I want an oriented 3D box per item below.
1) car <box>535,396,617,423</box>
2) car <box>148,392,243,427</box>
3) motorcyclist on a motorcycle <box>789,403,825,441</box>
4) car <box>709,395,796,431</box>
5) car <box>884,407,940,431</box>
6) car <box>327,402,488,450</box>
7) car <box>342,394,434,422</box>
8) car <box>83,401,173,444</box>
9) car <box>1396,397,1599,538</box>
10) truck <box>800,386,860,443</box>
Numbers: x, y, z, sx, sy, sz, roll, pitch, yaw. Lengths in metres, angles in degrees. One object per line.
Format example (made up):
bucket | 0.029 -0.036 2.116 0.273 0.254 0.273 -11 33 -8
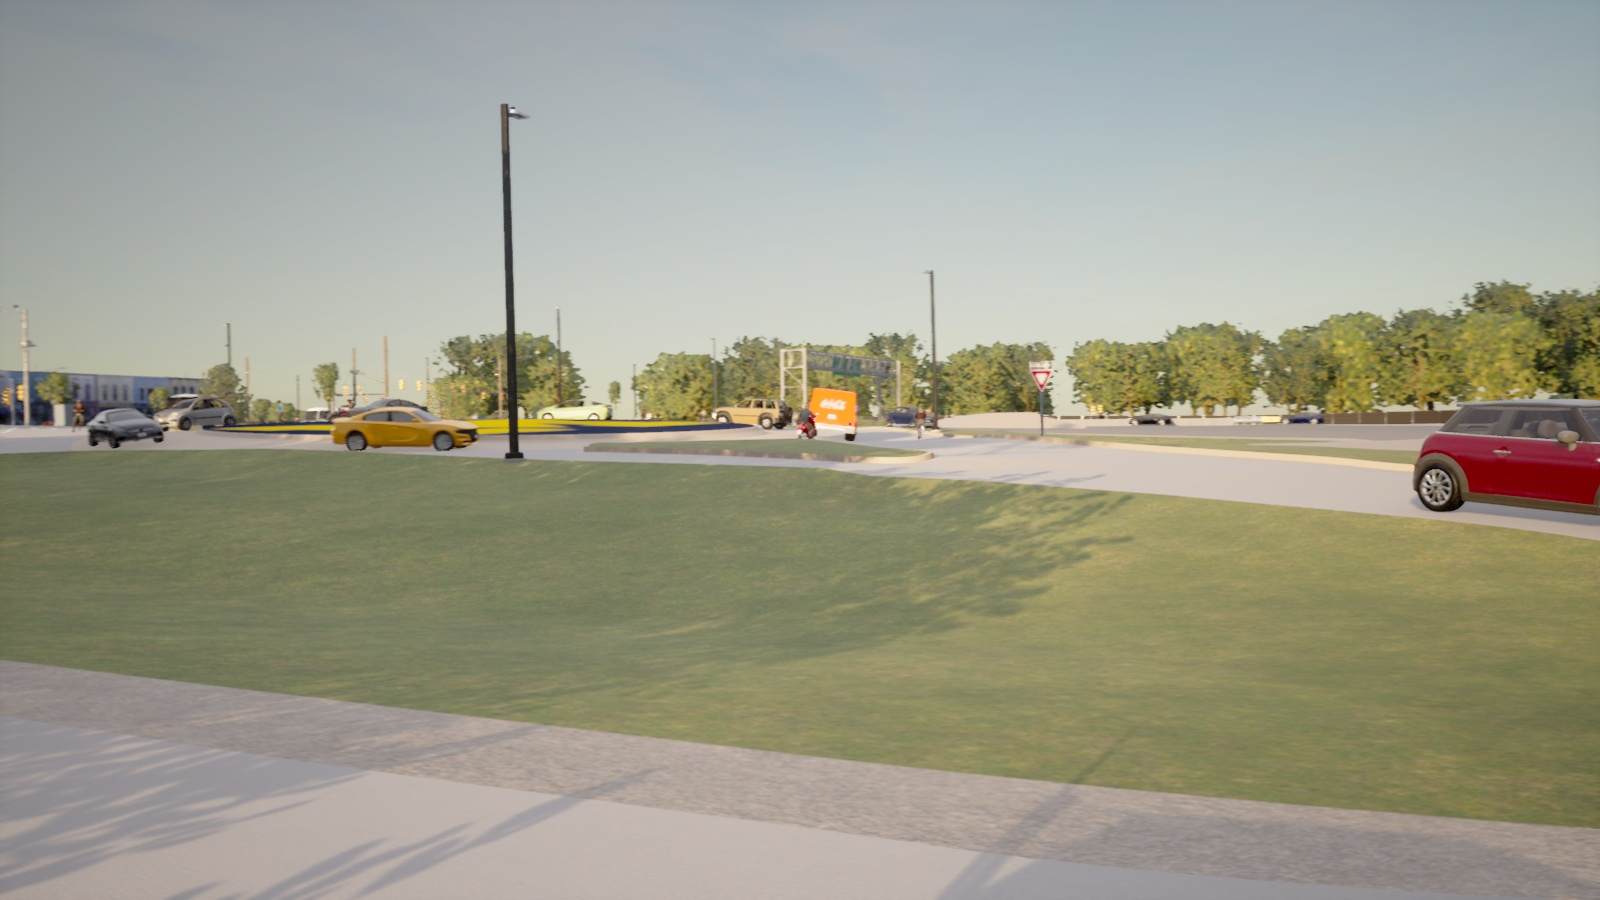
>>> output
car | -13.510 -2.431 75.931 4.514 1.525 2.007 1 1 6
car | -30.155 -2.053 62.723 1.851 1.617 3.988 -1 2 23
motorcyclist on a motorcycle | 0.310 -1.198 54.739 0.866 1.590 1.817 3 2 23
car | -2.755 -2.160 73.035 4.605 1.855 1.932 3 2 24
car | 7.663 -2.154 85.953 1.789 1.549 3.705 0 2 -35
car | -13.719 -0.865 44.032 5.008 1.535 1.882 1 5 3
car | -23.865 -2.420 72.975 1.882 1.535 5.008 1 2 32
car | -27.277 -1.146 50.911 1.812 1.442 4.674 -11 10 -43
car | 10.892 0.179 17.366 2.097 1.767 4.553 -1 3 -21
truck | 1.578 -1.786 63.449 2.627 2.467 5.204 7 2 2
